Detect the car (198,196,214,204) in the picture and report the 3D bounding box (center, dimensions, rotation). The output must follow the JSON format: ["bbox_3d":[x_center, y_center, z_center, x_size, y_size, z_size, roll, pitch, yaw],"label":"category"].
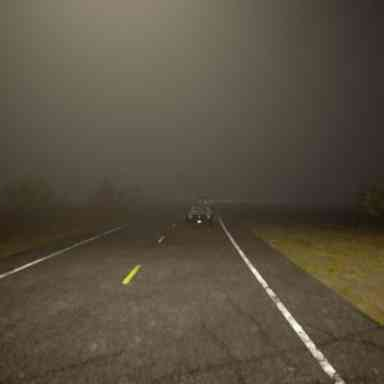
[{"bbox_3d":[2.174,1.551,50.853,2.150,2.045,5.566,0,0,5],"label":"car"}]

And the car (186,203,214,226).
[{"bbox_3d":[0.611,1.764,25.147,1.895,1.301,4.718,0,0,2],"label":"car"}]
